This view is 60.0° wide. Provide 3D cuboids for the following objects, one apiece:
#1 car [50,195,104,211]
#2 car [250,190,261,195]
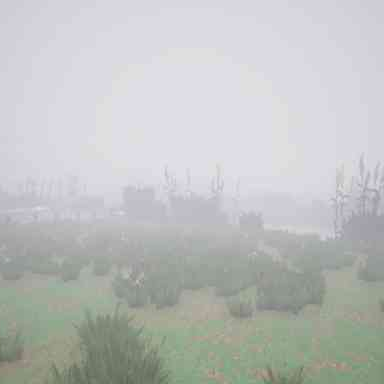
[{"bbox_3d":[-10.407,1.107,30.325,1.837,1.490,4.892,0,3,41],"label":"car"},{"bbox_3d":[10.286,0.765,47.464,2.150,2.045,5.566,0,-2,44],"label":"car"}]
